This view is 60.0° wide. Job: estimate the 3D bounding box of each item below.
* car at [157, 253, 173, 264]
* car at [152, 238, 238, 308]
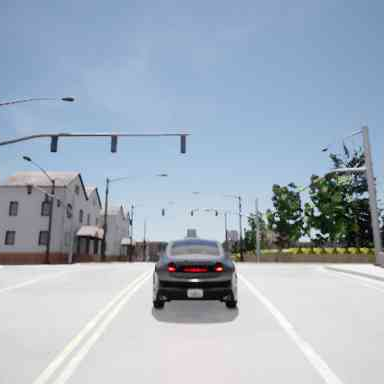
[{"bbox_3d":[-3.585,9.082,45.553,1.812,1.442,4.674,0,-12,0],"label":"car"},{"bbox_3d":[0.072,1.994,8.846,1.837,1.490,4.892,0,-7,0],"label":"car"}]
